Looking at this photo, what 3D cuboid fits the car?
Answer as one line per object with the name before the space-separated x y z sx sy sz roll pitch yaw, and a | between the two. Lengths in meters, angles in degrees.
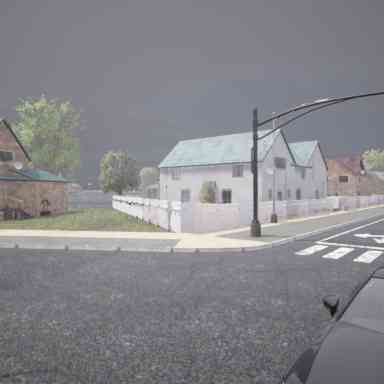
car | 2.531 1.524 3.416 1.812 1.442 4.674 0 0 42
